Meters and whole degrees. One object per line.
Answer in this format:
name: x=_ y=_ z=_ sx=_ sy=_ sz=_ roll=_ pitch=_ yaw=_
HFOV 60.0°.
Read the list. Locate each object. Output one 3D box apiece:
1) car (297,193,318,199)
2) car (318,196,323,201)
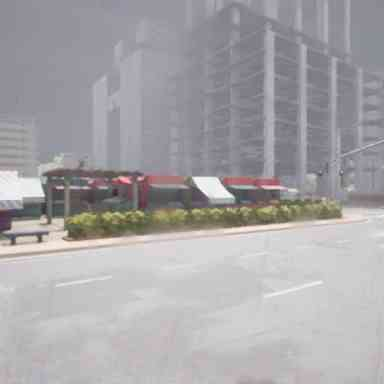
car: x=22.066 y=1.138 z=65.571 sx=1.905 sy=1.878 sz=3.866 roll=0 pitch=0 yaw=-36
car: x=24.458 y=1.139 z=67.283 sx=1.905 sy=1.878 sz=3.866 roll=0 pitch=0 yaw=-36
